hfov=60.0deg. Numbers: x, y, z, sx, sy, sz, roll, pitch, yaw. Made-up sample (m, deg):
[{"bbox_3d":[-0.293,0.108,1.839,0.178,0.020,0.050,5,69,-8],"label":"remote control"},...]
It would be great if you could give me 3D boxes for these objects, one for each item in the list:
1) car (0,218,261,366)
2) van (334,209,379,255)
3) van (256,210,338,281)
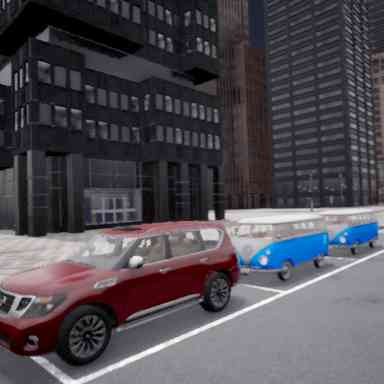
[{"bbox_3d":[-1.054,1.599,6.594,2.192,1.841,5.009,-4,-3,44],"label":"car"},{"bbox_3d":[6.883,1.666,14.715,1.690,1.788,3.998,-4,-3,44],"label":"van"},{"bbox_3d":[2.915,1.646,10.654,1.690,1.788,3.998,-4,-3,44],"label":"van"}]
